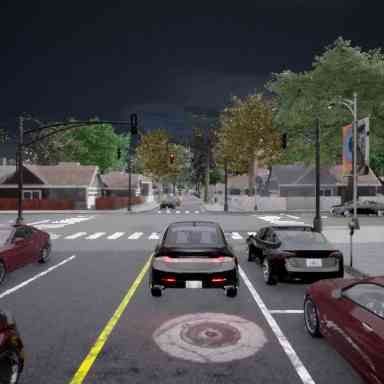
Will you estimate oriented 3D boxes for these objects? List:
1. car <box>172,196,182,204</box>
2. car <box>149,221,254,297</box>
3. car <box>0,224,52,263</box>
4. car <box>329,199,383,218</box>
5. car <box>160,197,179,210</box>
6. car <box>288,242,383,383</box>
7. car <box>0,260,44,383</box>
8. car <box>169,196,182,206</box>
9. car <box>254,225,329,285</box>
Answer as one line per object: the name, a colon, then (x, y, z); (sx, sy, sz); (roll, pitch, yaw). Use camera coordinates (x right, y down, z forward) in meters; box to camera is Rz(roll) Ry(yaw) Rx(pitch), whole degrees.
car: (-3.021, 1.531, 68.393); (1.882, 1.535, 5.008); (0, 0, 0)
car: (0.060, 1.492, 8.560); (2.128, 1.511, 4.902); (0, 0, 1)
car: (-5.380, 1.583, 9.290); (1.802, 1.307, 4.206); (0, 0, 0)
car: (14.557, 1.398, 29.000); (4.902, 1.511, 2.128); (0, 0, -2)
car: (-3.090, 1.623, 43.779); (1.895, 1.301, 4.718); (0, 0, 1)
car: (2.640, 1.582, 3.765); (1.802, 1.307, 4.206); (0, 0, 0)
car: (-2.849, 1.564, 1.997); (1.994, 1.385, 4.181); (0, 0, 0)
car: (-3.079, 1.387, 53.751); (2.097, 1.767, 4.553); (0, 0, 0)
car: (2.645, 1.566, 9.284); (1.947, 1.339, 4.313); (0, 0, 0)
